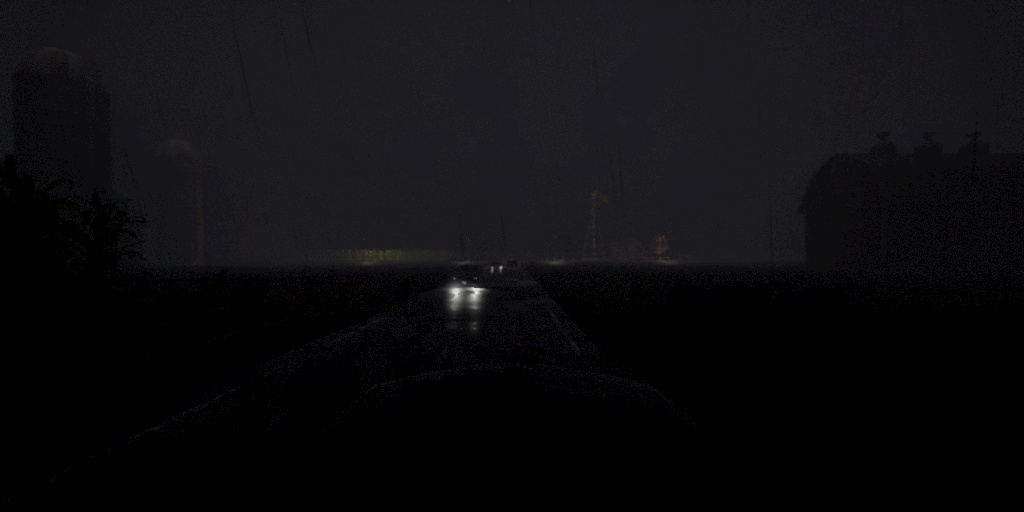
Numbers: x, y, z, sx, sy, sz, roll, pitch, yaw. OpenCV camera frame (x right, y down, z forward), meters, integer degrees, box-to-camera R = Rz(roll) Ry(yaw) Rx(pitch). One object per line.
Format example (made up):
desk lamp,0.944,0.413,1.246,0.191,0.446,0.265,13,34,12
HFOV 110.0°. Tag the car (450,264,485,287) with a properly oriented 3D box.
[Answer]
car,-2.846,1.258,24.278,2.033,1.411,5.357,0,0,0

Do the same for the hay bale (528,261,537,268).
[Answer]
hay bale,3.135,1.296,54.460,1.220,1.180,1.240,0,0,0

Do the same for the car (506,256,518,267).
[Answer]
car,0.013,1.110,62.477,2.128,1.511,4.902,0,0,0
